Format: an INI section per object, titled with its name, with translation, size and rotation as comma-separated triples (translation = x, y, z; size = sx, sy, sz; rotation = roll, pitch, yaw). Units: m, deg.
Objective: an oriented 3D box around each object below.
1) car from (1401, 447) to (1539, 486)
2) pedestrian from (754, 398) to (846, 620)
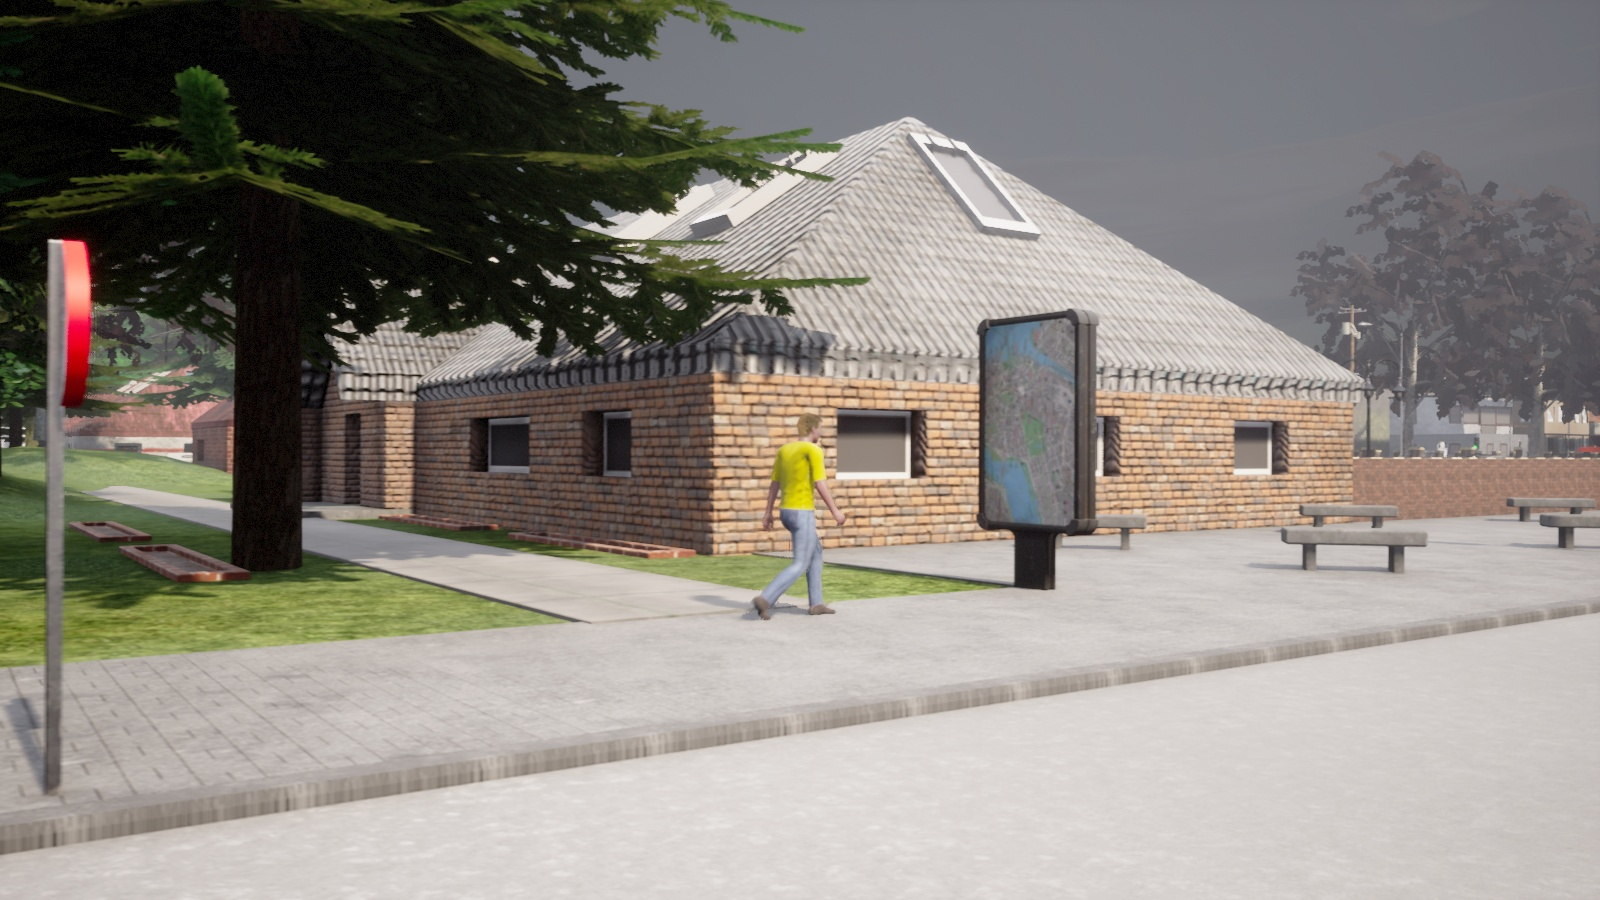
[car]
translation = 29.977, 0.714, 56.308
size = 2.152, 1.651, 5.027
rotation = 0, 0, -37
[pedestrian]
translation = 0.005, 0.491, 10.733
size = 0.706, 1.836, 0.354
rotation = 0, 0, -32
